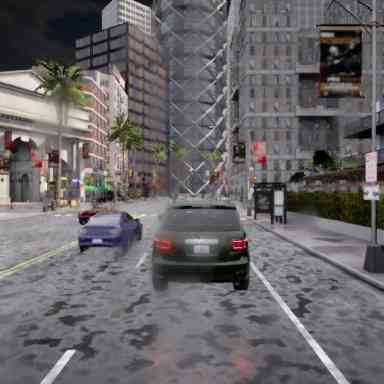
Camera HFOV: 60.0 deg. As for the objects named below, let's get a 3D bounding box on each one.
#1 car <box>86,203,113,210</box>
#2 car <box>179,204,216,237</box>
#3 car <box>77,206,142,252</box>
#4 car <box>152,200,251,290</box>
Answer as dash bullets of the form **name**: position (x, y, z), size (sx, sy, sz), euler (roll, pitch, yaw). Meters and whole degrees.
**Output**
- **car**: position (-6.744, 1.514, 24.301), size (1.895, 1.301, 4.718), euler (0, 0, 1)
- **car**: position (0.301, 1.505, 19.082), size (1.837, 1.490, 4.892), euler (0, 0, 1)
- **car**: position (-3.249, 1.525, 13.782), size (1.812, 1.442, 4.674), euler (0, 0, 1)
- **car**: position (0.200, 1.221, 9.221), size (2.150, 2.045, 5.566), euler (0, 0, 0)
